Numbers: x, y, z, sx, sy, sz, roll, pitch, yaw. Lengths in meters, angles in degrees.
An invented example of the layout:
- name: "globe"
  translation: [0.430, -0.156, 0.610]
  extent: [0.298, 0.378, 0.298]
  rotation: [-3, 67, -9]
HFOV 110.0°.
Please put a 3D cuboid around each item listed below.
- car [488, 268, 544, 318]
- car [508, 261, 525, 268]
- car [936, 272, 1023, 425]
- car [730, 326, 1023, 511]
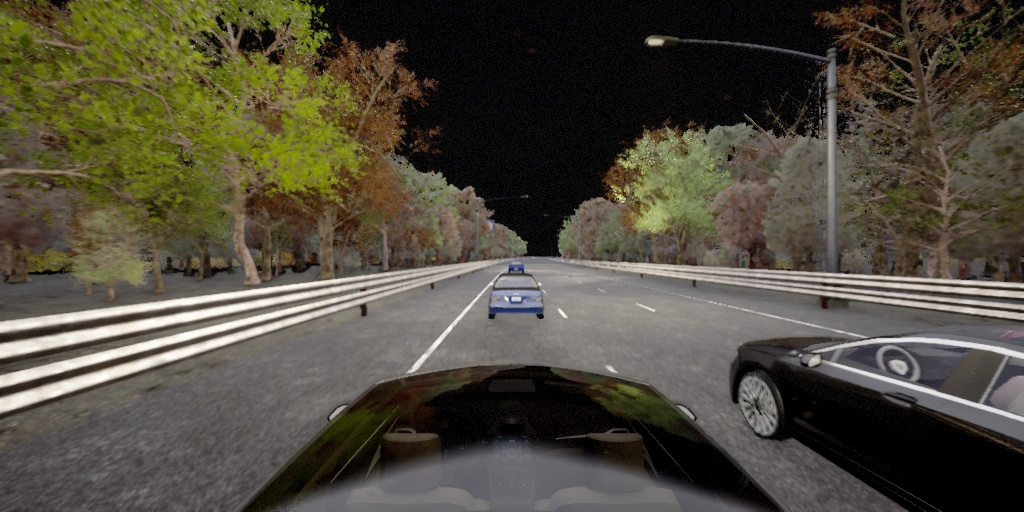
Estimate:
- name: "car"
  translation: [0.139, 1.330, 13.155]
  extent: [2.033, 1.411, 5.357]
  rotation: [0, 0, 0]
- name: "car"
  translation: [0.542, 1.344, 43.868]
  extent: [1.882, 1.535, 5.008]
  rotation: [0, 0, 1]
- name: "car"
  translation: [7.108, 1.106, 2.850]
  extent: [2.097, 1.767, 4.553]
  rotation: [0, 0, 0]
- name: "car"
  translation: [3.607, 1.245, 2.482]
  extent: [2.128, 1.511, 4.902]
  rotation: [0, 0, 0]
